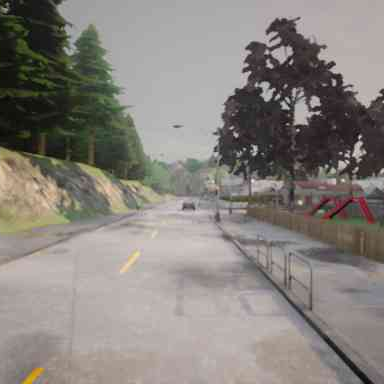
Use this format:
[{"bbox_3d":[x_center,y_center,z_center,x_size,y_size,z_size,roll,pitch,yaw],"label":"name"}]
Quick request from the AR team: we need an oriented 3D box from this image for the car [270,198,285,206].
[{"bbox_3d":[15.077,1.798,59.332,1.994,1.381,4.181,0,0,-1],"label":"car"}]

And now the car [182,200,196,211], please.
[{"bbox_3d":[-0.482,1.934,48.342,1.812,1.442,4.674,0,0,-1],"label":"car"}]
